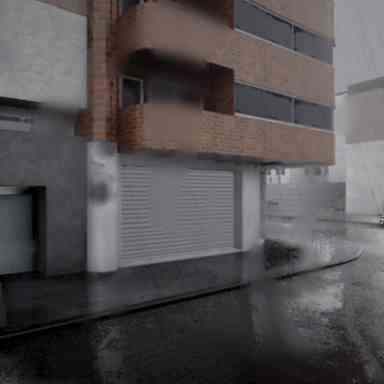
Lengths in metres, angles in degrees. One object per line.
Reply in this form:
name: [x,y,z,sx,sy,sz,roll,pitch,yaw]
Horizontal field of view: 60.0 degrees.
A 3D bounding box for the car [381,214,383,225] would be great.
car: [14.221,1.516,20.117,4.892,1.490,1.837,0,3,16]
